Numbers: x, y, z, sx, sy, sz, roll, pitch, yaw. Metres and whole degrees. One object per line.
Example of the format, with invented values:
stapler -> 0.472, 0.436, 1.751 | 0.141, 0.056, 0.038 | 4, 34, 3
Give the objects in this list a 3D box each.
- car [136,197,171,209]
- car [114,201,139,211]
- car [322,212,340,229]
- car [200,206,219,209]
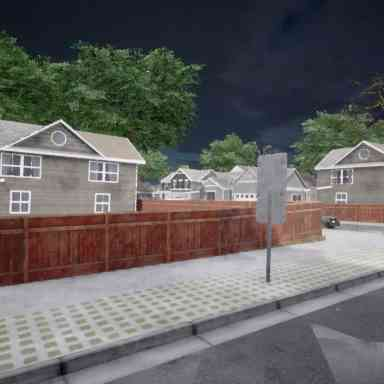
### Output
car -> -4.428, 1.618, 39.405 | 2.150, 2.045, 5.566 | 3, -2, -37
car -> -10.153, 2.137, 51.493 | 1.812, 1.442, 4.674 | 3, -2, -39
car -> 7.751, 1.726, 22.568 | 1.994, 1.385, 4.181 | 3, -2, -36
car -> 1.881, 1.886, 30.855 | 1.895, 1.301, 4.718 | 2, -2, -36
